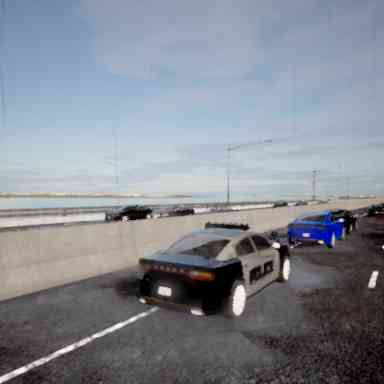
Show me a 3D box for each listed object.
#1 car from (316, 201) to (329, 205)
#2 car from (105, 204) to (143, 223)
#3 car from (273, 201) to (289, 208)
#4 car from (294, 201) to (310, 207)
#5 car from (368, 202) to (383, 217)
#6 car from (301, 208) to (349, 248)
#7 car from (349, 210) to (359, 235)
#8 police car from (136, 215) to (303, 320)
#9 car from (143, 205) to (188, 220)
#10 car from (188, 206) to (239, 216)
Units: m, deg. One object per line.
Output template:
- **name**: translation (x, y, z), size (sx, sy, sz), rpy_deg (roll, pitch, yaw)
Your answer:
- **car**: translation (24.396, 2.345, 61.873), size (2.128, 1.511, 4.902), rpy_deg (0, -1, 34)
- **car**: translation (-5.338, 1.823, 28.974), size (1.882, 1.535, 5.008), rpy_deg (0, -1, 32)
- **car**: translation (16.974, 2.397, 63.347), size (1.994, 1.385, 4.181), rpy_deg (0, -1, 34)
- **car**: translation (20.804, 2.400, 62.789), size (1.994, 1.385, 4.181), rpy_deg (0, -1, 34)
- **car**: translation (21.203, 2.033, 37.737), size (2.128, 1.511, 4.902), rpy_deg (0, -1, 34)
- **car**: translation (6.180, 1.706, 16.250), size (1.882, 1.535, 5.008), rpy_deg (0, -1, 32)
- **car**: translation (9.392, 1.807, 21.306), size (1.837, 1.490, 4.892), rpy_deg (0, -1, 32)
- **police car**: translation (0.909, 1.530, 7.901), size (1.930, 1.638, 5.238), rpy_deg (0, -1, 32)
- **car**: translation (-1.522, 1.843, 28.451), size (2.128, 1.511, 4.902), rpy_deg (0, -1, 33)
- **car**: translation (2.220, 1.905, 27.814), size (2.033, 1.411, 5.357), rpy_deg (0, -1, 33)
